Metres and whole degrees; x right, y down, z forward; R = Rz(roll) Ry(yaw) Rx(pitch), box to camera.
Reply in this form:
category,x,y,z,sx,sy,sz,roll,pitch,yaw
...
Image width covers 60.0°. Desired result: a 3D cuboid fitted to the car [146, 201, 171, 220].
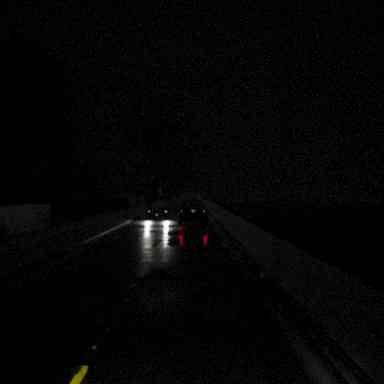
category,x,y,z,sx,sy,sz,roll,pitch,yaw
car,-2.768,1.546,28.533,1.812,1.442,4.674,0,0,0

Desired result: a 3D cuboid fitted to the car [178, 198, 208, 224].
category,x,y,z,sx,sy,sz,roll,pitch,yaw
car,0.088,1.369,25.212,2.097,1.767,4.553,0,0,0

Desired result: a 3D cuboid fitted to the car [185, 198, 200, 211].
category,x,y,z,sx,sy,sz,roll,pitch,yaw
car,0.081,1.550,42.740,1.812,1.442,4.674,0,0,0
